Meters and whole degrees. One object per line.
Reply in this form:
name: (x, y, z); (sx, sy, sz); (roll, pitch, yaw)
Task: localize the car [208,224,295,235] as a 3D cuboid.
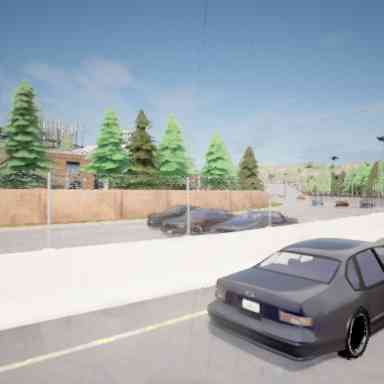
car: (3.205, 1.605, 15.999); (5.357, 1.411, 2.033); (0, 0, -43)

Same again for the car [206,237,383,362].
car: (2.729, 1.568, 6.033); (5.357, 1.411, 2.033); (0, 0, -39)
